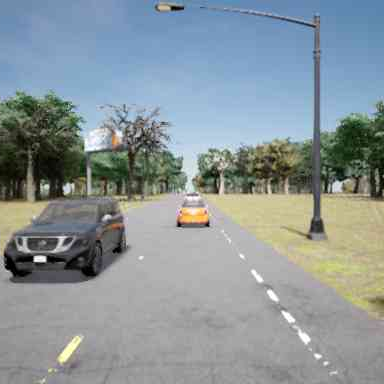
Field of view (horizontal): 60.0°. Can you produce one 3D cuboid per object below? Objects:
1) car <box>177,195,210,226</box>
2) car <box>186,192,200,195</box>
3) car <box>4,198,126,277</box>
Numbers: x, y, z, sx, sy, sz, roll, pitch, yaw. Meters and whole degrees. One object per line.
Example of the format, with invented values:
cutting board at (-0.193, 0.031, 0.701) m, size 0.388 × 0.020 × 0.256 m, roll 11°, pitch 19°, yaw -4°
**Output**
car at (0.088, 1.314, 22.934) m, size 2.097 × 1.767 × 4.553 m, roll 0°, pitch 0°, yaw 0°
car at (0.095, 0.984, 42.175) m, size 2.150 × 2.045 × 5.566 m, roll 0°, pitch 1°, yaw 0°
car at (-3.592, 1.230, 10.639) m, size 2.150 × 2.045 × 5.566 m, roll 0°, pitch 0°, yaw 0°
